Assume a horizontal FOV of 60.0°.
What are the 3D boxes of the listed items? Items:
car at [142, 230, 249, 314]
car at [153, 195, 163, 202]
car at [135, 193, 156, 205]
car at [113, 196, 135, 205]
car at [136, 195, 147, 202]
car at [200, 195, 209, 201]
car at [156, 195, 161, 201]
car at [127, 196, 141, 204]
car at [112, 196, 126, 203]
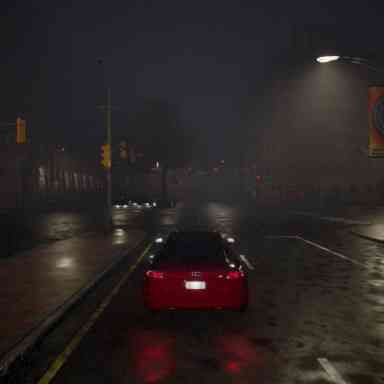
[{"bbox_3d":[0.071,1.564,7.694,1.994,1.385,4.181,0,0,0],"label":"car"},{"bbox_3d":[-8.036,1.500,78.561,1.837,1.490,4.892,0,0,0],"label":"car"},{"bbox_3d":[-8.107,1.221,58.558,2.150,2.045,5.566,0,0,0],"label":"car"},{"bbox_3d":[-11.608,1.564,56.843,1.994,1.385,4.181,0,0,0],"label":"car"},{"bbox_3d":[-11.535,1.478,76.556,1.882,1.535,5.008,0,0,0],"label":"car"},{"bbox_3d":[3.460,1.552,87.081,1.994,1.385,4.181,0,0,0],"label":"car"},{"bbox_3d":[-8.036,1.600,68.357,1.895,1.301,4.718,0,0,0],"label":"car"},{"bbox_3d":[-11.557,1.564,66.137,1.994,1.385,4.181,0,0,0],"label":"car"},{"bbox_3d":[-14.781,1.595,67.799,1.895,1.301,4.718,0,0,0],"label":"car"}]
